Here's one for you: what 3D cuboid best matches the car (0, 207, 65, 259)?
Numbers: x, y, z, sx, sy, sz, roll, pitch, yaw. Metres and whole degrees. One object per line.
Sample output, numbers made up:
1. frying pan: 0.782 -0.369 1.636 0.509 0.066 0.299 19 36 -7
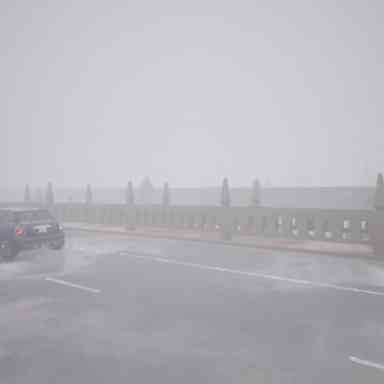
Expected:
1. car: -7.072 1.371 12.841 4.553 1.767 2.097 0 0 32
